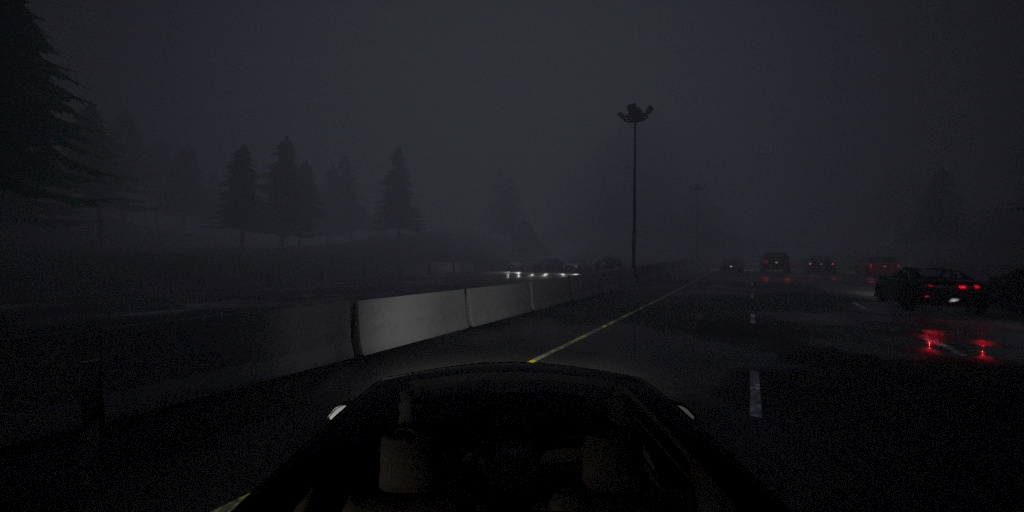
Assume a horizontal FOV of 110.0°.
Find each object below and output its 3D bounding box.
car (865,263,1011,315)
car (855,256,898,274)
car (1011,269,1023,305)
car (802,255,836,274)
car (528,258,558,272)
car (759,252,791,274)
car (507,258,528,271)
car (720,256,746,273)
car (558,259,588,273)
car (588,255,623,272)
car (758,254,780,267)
[{"bbox_3d":[15.450,1.186,13.447,2.128,1.511,4.902,0,0,34],"label":"car"},{"bbox_3d":[30.937,0.768,30.387,2.097,1.767,4.553,0,1,33],"label":"car"},{"bbox_3d":[19.304,1.190,12.918,1.837,1.490,4.892,0,1,34],"label":"car"},{"bbox_3d":[29.519,0.714,34.570,2.097,1.767,4.553,0,1,34],"label":"car"},{"bbox_3d":[4.223,0.979,40.969,1.882,1.535,5.008,0,1,34],"label":"car"},{"bbox_3d":[25.089,0.629,34.231,2.150,2.045,5.566,0,1,34],"label":"car"},{"bbox_3d":[1.211,1.020,42.763,1.812,1.442,4.674,0,1,34],"label":"car"},{"bbox_3d":[22.564,0.956,36.758,1.994,1.385,4.181,0,1,34],"label":"car"},{"bbox_3d":[7.121,1.027,39.006,1.812,1.442,4.674,0,1,34],"label":"car"},{"bbox_3d":[10.089,0.675,37.148,2.128,1.511,4.902,0,1,34],"label":"car"},{"bbox_3d":[33.370,0.584,46.655,2.128,1.511,4.902,0,1,33],"label":"car"}]
